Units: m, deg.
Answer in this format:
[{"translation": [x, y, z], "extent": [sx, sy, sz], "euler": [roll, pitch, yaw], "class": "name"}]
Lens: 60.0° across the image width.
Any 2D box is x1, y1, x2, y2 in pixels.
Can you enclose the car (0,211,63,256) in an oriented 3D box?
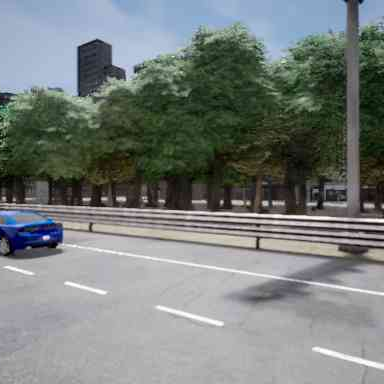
[{"translation": [-7.220, 1.498, 13.313], "extent": [5.008, 1.535, 1.882], "euler": [0, 0, 35], "class": "car"}]
